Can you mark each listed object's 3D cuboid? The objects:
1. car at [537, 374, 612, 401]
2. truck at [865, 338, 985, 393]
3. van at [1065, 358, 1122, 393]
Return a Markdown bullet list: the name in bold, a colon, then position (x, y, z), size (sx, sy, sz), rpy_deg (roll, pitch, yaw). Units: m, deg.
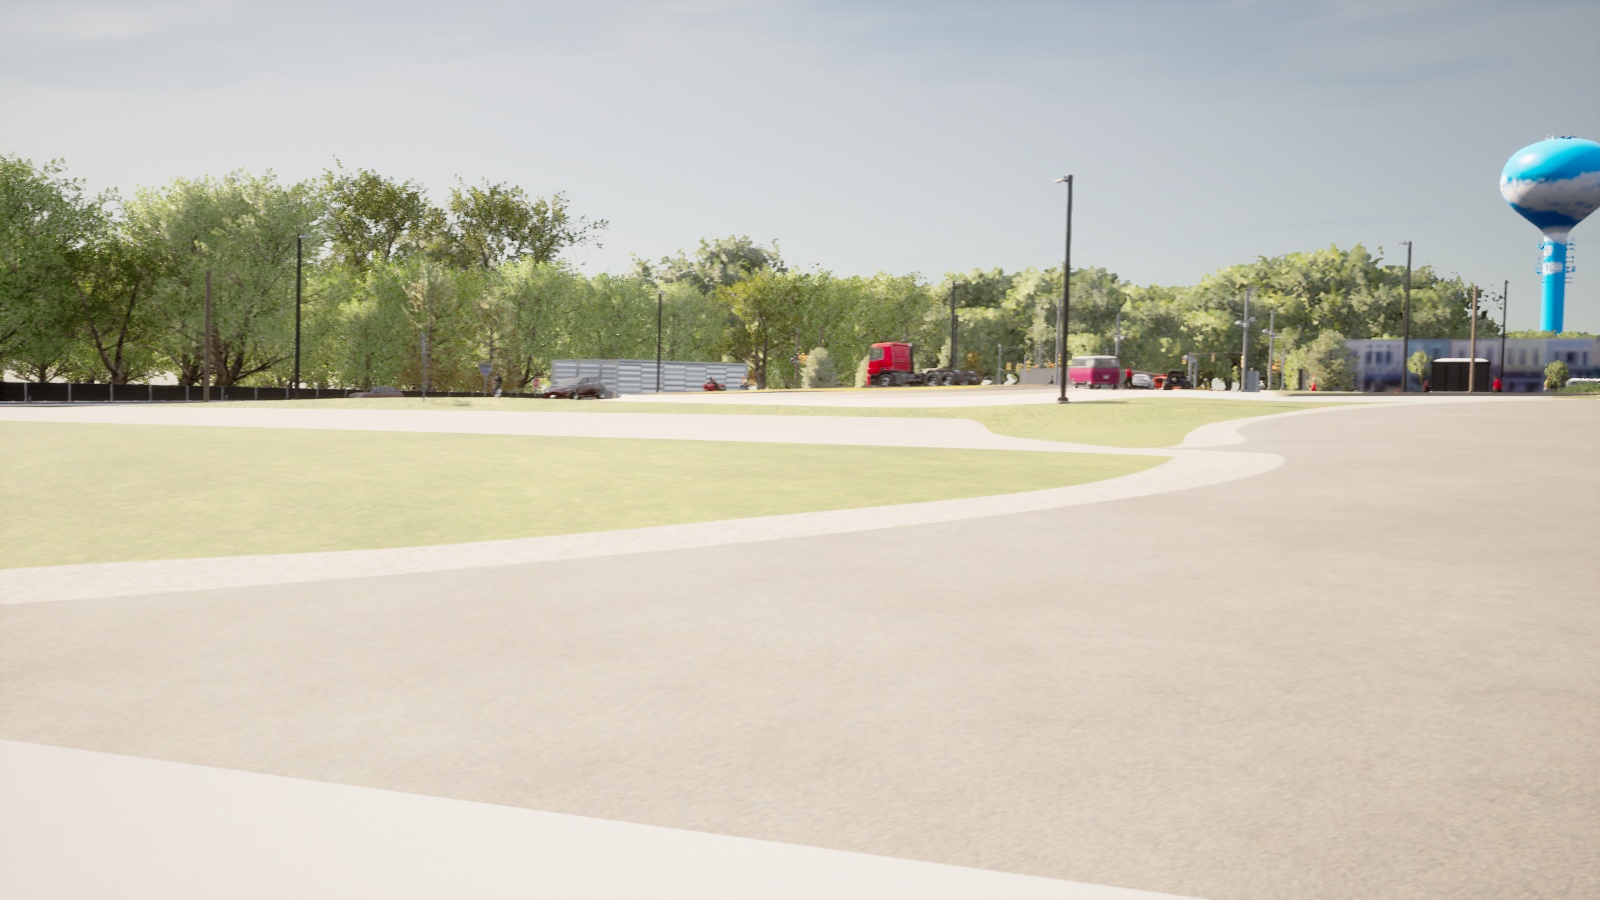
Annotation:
- **car**: position (-13.560, -3.787, 75.976), size (2.163, 1.488, 4.792), rpy_deg (-2, 2, 22)
- **truck**: position (8.552, -5.733, 86.470), size (7.936, 3.462, 2.891), rpy_deg (1, 1, 38)
- **van**: position (17.275, -4.418, 74.062), size (1.775, 1.987, 4.442), rpy_deg (0, 4, -8)
